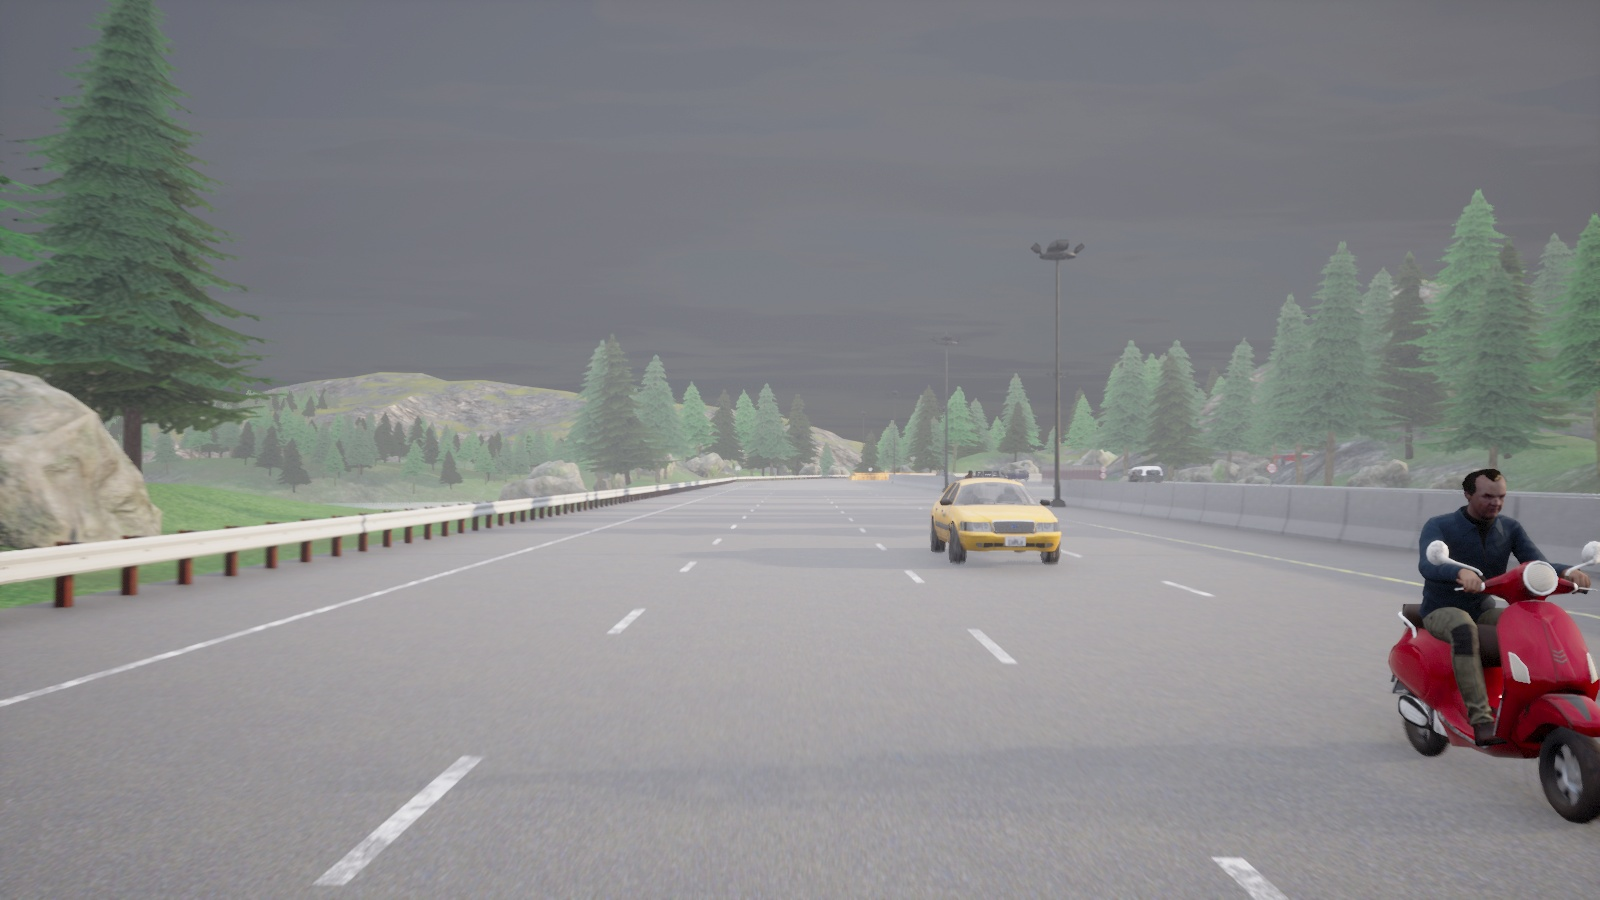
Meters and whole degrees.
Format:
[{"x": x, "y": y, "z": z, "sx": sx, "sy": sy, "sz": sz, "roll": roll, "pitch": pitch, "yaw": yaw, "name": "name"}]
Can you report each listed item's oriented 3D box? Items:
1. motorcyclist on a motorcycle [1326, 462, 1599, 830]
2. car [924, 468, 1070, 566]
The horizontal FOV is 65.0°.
[{"x": 3.485, "y": 0.860, "z": 6.351, "sx": 0.866, "sy": 1.590, "sz": 1.817, "roll": 0, "pitch": -1, "yaw": 0, "name": "motorcyclist on a motorcycle"}, {"x": 3.446, "y": 1.123, "z": 22.947, "sx": 1.801, "sy": 1.575, "sz": 5.366, "roll": 0, "pitch": -1, "yaw": 0, "name": "car"}]
